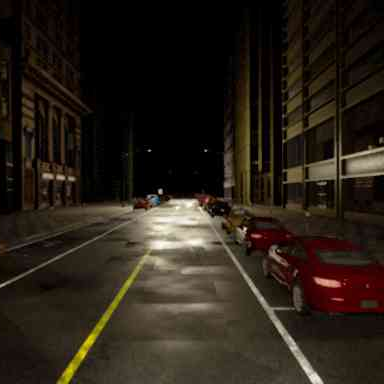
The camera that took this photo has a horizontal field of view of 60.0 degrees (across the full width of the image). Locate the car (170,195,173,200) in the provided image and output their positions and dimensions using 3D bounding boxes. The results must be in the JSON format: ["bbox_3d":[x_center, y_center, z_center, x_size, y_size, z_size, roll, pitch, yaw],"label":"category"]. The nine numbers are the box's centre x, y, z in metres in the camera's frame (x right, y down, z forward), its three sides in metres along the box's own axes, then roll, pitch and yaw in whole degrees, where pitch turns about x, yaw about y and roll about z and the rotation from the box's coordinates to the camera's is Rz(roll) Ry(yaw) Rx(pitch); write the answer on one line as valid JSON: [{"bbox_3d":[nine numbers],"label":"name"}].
[{"bbox_3d":[-6.517,1.305,80.133,2.192,1.841,5.009,0,0,-1],"label":"car"}]

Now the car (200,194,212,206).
[{"bbox_3d":[2.383,1.416,40.903,1.967,1.590,4.097,0,0,-1],"label":"car"}]

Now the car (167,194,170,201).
[{"bbox_3d":[-6.462,1.572,74.515,1.802,1.307,4.206,0,0,-1],"label":"car"}]

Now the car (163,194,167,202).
[{"bbox_3d":[-6.355,1.556,63.279,1.947,1.339,4.313,0,0,-1],"label":"car"}]

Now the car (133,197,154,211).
[{"bbox_3d":[-6.141,1.576,40.806,1.802,1.307,4.206,0,0,-1],"label":"car"}]

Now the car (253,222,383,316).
[{"bbox_3d":[2.706,1.570,7.192,1.802,1.307,4.206,0,0,-1],"label":"car"}]

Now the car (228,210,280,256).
[{"bbox_3d":[2.652,1.566,12.810,1.802,1.307,4.206,0,0,-1],"label":"car"}]

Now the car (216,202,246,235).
[{"bbox_3d":[2.596,1.506,18.598,1.752,1.417,4.829,0,0,-1],"label":"car"}]

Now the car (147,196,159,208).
[{"bbox_3d":[-6.194,1.559,46.424,1.947,1.339,4.313,0,0,-1],"label":"car"}]

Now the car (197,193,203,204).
[{"bbox_3d":[2.276,1.288,52.139,2.192,1.841,5.009,0,0,-1],"label":"car"}]

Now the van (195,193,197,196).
[{"bbox_3d":[2.115,1.312,68.996,1.690,1.788,3.998,0,0,-1],"label":"van"}]

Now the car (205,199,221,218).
[{"bbox_3d":[2.491,1.544,29.666,1.947,1.339,4.313,0,0,-1],"label":"car"}]

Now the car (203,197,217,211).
[{"bbox_3d":[2.437,1.522,35.284,1.887,1.381,4.507,0,0,-1],"label":"car"}]

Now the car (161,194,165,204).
[{"bbox_3d":[-6.302,1.536,57.660,1.887,1.381,4.507,0,0,-1],"label":"car"}]

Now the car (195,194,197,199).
[{"bbox_3d":[2.169,1.522,63.377,2.008,1.369,4.403,0,0,-1],"label":"car"}]

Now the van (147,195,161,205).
[{"bbox_3d":[-6.249,1.333,52.042,1.690,1.788,3.998,0,0,-1],"label":"van"}]

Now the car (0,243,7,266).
[{"bbox_3d":[-5.817,1.533,6.928,1.752,1.417,4.829,0,0,-1],"label":"car"}]
